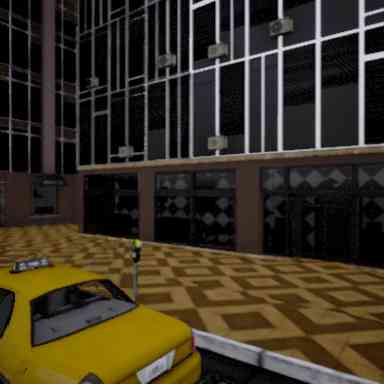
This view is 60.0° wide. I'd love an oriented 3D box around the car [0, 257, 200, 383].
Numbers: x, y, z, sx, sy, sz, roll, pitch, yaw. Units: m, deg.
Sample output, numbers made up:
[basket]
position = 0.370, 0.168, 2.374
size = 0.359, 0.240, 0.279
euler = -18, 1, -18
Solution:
[car]
position = -2.195, 1.524, 4.286
size = 4.829, 1.417, 1.752
euler = 0, 0, 36
